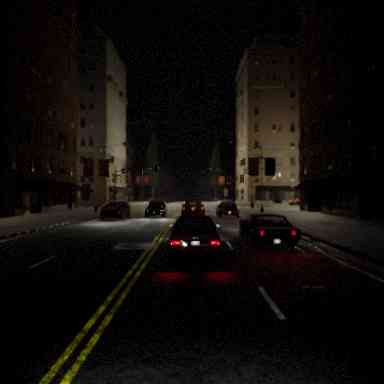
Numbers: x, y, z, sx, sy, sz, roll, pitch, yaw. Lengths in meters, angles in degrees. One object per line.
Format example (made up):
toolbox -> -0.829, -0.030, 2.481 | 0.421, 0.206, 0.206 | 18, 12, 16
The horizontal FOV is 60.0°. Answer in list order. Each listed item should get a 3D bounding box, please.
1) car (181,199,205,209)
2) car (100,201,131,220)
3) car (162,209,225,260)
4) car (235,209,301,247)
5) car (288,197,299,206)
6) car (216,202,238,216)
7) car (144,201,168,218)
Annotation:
car -> 0.094, 1.450, 30.159 | 2.097, 1.767, 4.553 | 0, 0, 0
car -> -6.595, 1.571, 29.051 | 1.882, 1.535, 5.008 | 0, 0, 0
car -> 0.099, 1.588, 12.496 | 2.033, 1.411, 5.357 | 0, 0, 0
car -> 3.345, 1.650, 15.267 | 1.895, 1.301, 4.718 | 0, 0, 0
car -> 18.903, 1.605, 58.179 | 4.097, 1.590, 1.967 | 0, 0, 0
car -> 3.344, 1.627, 31.581 | 1.812, 1.442, 4.674 | 0, 0, 0
car -> -3.340, 1.608, 31.468 | 1.837, 1.490, 4.892 | 0, -1, 0
